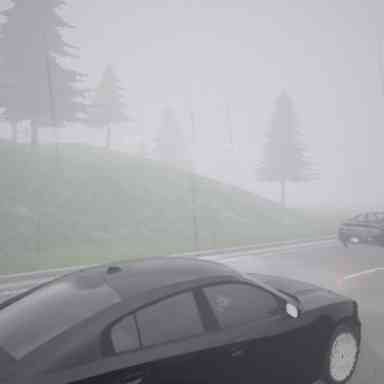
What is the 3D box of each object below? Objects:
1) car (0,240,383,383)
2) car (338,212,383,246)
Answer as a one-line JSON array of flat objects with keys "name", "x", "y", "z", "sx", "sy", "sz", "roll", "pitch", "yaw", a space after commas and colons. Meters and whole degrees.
[{"name": "car", "x": -0.083, "y": 1.489, "z": 3.680, "sx": 5.008, "sy": 1.535, "sz": 1.882, "roll": 1, "pitch": 0, "yaw": -35}, {"name": "car", "x": 8.011, "y": 1.581, "z": 13.729, "sx": 4.902, "sy": 1.511, "sz": 2.128, "roll": 1, "pitch": 0, "yaw": -35}]
